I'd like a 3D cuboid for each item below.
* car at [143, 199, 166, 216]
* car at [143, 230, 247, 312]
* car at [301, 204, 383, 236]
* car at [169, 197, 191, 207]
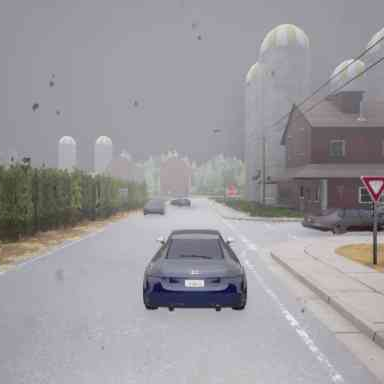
[{"bbox_3d":[-3.580,1.501,32.471,1.837,1.490,4.892,0,1,0],"label":"car"},{"bbox_3d":[0.079,1.564,7.818,1.994,1.385,4.181,0,0,1],"label":"car"},{"bbox_3d":[8.644,1.520,17.813,5.357,1.411,2.033,0,0,-7],"label":"car"},{"bbox_3d":[-1.919,1.492,50.420,2.128,1.511,4.902,0,0,-26],"label":"car"}]
